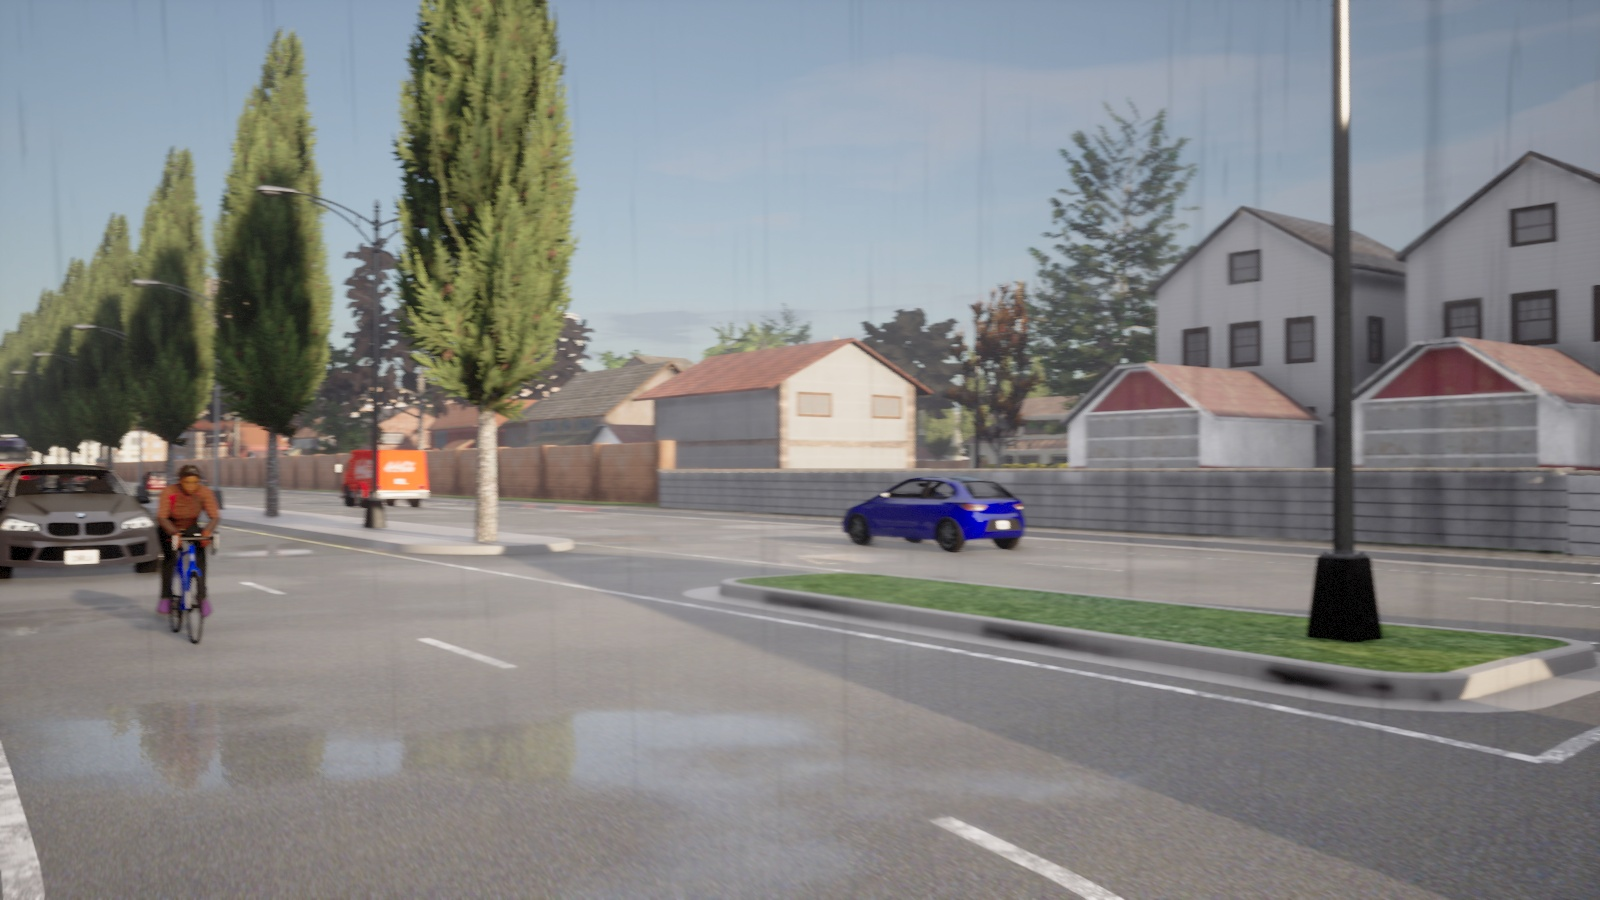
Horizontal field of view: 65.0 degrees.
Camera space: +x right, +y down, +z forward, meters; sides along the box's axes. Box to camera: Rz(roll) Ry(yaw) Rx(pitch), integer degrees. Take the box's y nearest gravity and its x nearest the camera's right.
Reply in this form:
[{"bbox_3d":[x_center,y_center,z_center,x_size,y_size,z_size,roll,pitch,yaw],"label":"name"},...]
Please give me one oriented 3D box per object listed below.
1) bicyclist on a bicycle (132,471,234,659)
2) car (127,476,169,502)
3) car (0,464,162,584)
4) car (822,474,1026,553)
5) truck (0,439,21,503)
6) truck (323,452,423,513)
[{"bbox_3d":[-5.788,1.007,11.740,0.582,1.620,1.656,0,-1,-36],"label":"bicyclist on a bicycle"},{"bbox_3d":[-40.702,2.406,78.344,1.789,1.549,3.705,0,-1,-36],"label":"car"},{"bbox_3d":[-11.730,1.079,19.831,2.242,1.667,4.611,0,-1,-36],"label":"car"},{"bbox_3d":[2.458,1.245,25.879,1.816,1.474,4.193,0,-1,-37],"label":"car"},{"bbox_3d":[-51.172,1.352,79.054,2.891,3.827,8.468,0,-1,-36],"label":"truck"},{"bbox_3d":[-18.467,1.373,54.168,2.627,2.467,5.204,0,-1,-36],"label":"truck"}]
